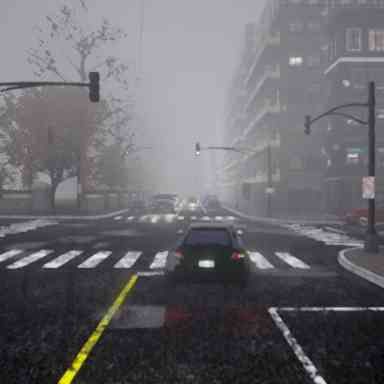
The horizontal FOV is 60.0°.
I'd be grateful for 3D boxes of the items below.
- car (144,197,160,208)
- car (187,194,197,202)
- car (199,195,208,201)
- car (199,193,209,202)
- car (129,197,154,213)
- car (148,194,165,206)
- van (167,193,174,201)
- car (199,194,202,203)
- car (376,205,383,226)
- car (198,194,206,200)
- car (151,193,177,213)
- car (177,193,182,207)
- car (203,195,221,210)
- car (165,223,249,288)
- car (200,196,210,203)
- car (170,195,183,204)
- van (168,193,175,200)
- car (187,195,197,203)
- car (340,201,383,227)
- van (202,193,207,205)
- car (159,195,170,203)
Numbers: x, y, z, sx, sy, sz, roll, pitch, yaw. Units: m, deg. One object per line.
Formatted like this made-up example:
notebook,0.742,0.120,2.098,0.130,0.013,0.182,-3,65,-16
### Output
car,-5.677,1.467,47.433,1.752,1.417,4.829,0,0,0
car,0.017,1.338,75.475,2.128,1.511,4.902,0,0,0
car,2.709,1.487,81.382,2.008,1.369,4.403,0,0,0
car,2.709,1.251,75.751,2.192,1.841,5.009,0,0,0
car,-5.680,1.516,36.341,1.947,1.339,4.313,0,0,0
car,-5.676,1.254,53.232,2.192,1.841,5.009,0,0,0
van,-5.670,1.280,87.013,1.690,1.788,3.998,0,0,0
car,2.705,1.377,58.861,1.967,1.590,4.097,0,0,0
car,14.852,1.792,21.427,4.674,1.442,1.812,1,0,1
car,2.712,1.383,92.641,1.967,1.590,4.097,0,0,0
car,-3.083,1.172,36.679,2.150,2.045,5.566,0,0,-1
car,-3.057,1.152,50.633,2.150,2.045,5.566,0,1,0
car,2.702,1.490,41.970,1.887,1.381,4.507,0,0,0
car,0.489,1.547,9.299,1.994,1.385,4.181,0,0,5
car,2.707,1.480,70.121,1.887,1.381,4.507,0,0,0
car,-3.000,1.422,65.385,2.128,1.511,4.902,0,0,1
van,-5.668,1.284,92.642,1.690,1.788,3.998,0,0,0
car,0.014,1.500,65.438,1.994,1.385,4.181,0,0,0
car,13.471,1.562,24.015,5.009,1.841,2.192,1,-1,-1
van,2.703,1.283,47.600,1.690,1.788,3.998,0,0,0
car,-5.673,1.376,70.124,1.967,1.590,4.097,0,0,0
